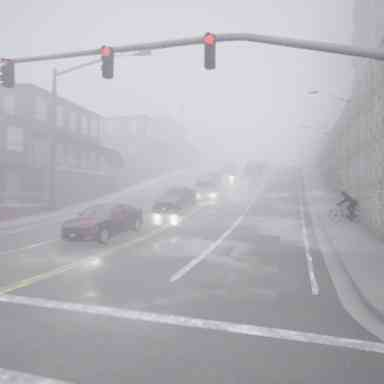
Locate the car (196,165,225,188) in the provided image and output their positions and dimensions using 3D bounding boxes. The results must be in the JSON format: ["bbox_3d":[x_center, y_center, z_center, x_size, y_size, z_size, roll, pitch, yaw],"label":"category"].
[{"bbox_3d":[1.754,-1.416,34.332,1.882,1.535,5.008,0,11,17],"label":"car"}]

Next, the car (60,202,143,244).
[{"bbox_3d":[-4.017,1.293,15.544,1.882,1.535,5.008,1,4,17],"label":"car"}]

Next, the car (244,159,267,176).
[{"bbox_3d":[7.811,-3.159,41.495,2.097,1.767,4.553,1,11,17],"label":"car"}]

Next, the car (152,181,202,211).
[{"bbox_3d":[-1.145,0.370,24.926,2.033,1.411,5.357,1,8,17],"label":"car"}]

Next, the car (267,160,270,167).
[{"bbox_3d":[11.456,-4.599,53.412,1.895,1.301,4.718,0,3,17],"label":"car"}]

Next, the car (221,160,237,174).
[{"bbox_3d":[4.791,-3.333,44.083,1.837,1.490,4.892,1,11,17],"label":"car"}]

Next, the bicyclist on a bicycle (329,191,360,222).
[{"bbox_3d":[8.064,0.783,17.398,1.656,1.620,0.582,0,5,17],"label":"bicyclist on a bicycle"}]
